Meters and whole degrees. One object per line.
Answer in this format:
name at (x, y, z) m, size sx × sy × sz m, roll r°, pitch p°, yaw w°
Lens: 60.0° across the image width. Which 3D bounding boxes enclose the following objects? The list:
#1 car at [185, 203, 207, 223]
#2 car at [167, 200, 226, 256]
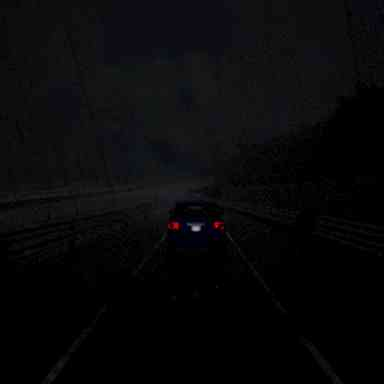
car at (0.272, 1.794, 29.361) m, size 1.812 × 1.442 × 4.674 m, roll 0°, pitch 0°, yaw -1°
car at (0.203, 1.347, 13.928) m, size 2.150 × 2.045 × 5.566 m, roll 0°, pitch 0°, yaw 1°
